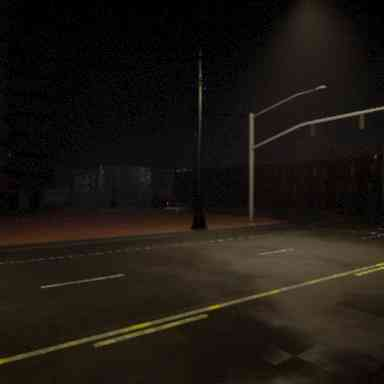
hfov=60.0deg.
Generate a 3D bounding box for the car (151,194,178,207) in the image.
[{"bbox_3d":[-4.461,1.311,53.328,2.150,2.045,5.566,0,0,-36],"label":"car"}]
